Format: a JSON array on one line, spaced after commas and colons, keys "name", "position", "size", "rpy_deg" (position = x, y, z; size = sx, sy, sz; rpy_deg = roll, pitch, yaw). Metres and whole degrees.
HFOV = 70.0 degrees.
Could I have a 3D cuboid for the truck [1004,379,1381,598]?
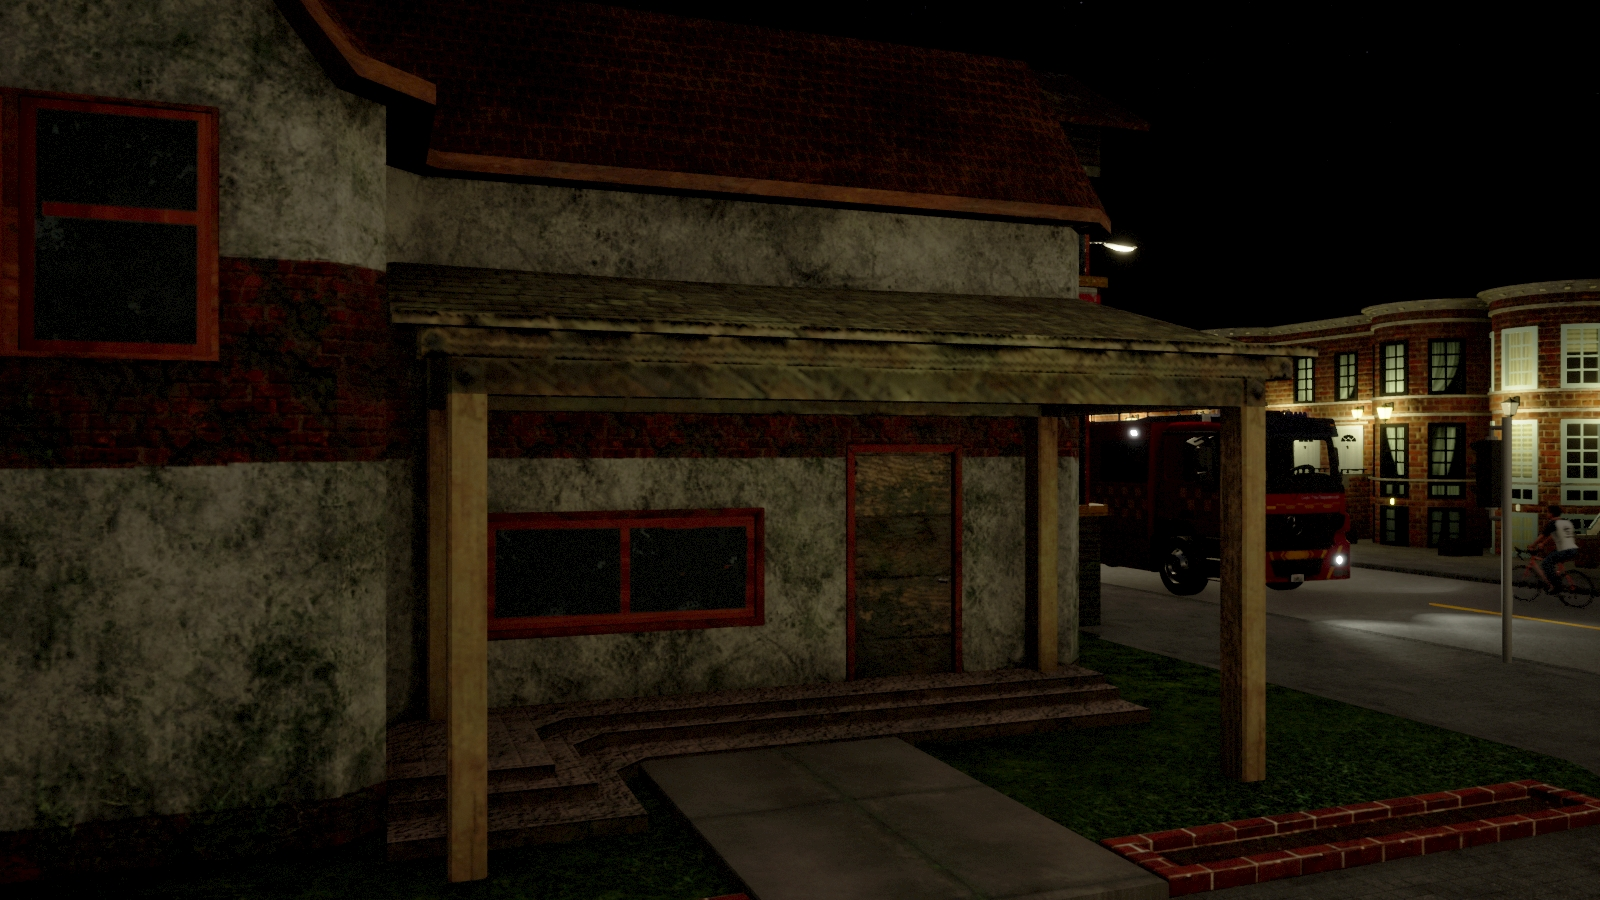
[{"name": "truck", "position": [7.818, 0.670, 24.411], "size": [2.891, 3.827, 8.468], "rpy_deg": [0, 0, -20]}]
